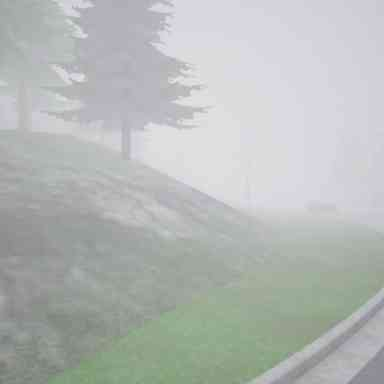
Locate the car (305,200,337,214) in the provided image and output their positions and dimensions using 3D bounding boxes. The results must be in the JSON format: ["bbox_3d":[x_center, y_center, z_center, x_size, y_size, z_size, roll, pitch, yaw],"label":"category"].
[{"bbox_3d":[15.195,1.713,39.334,1.882,1.535,5.008,0,-1,-6],"label":"car"}]
